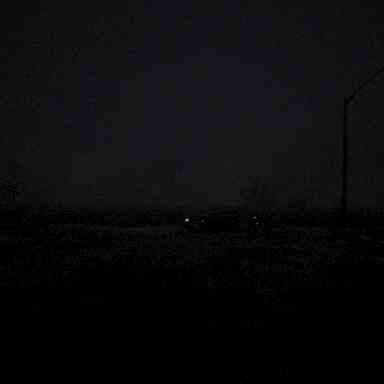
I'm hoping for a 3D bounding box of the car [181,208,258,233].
[{"bbox_3d":[1.755,1.797,21.531,4.902,1.511,2.128,1,0,0],"label":"car"}]
